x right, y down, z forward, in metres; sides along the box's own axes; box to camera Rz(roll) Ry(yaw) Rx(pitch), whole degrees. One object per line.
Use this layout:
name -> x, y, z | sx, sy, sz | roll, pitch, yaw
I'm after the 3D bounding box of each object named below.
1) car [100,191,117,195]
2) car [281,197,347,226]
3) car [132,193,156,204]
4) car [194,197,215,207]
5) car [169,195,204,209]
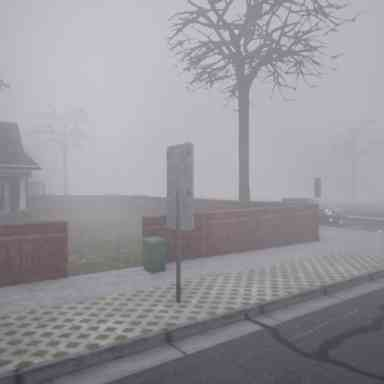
car -> -14.531, 0.650, 57.471 | 1.837, 1.490, 4.892 | 0, 1, -36
car -> 7.645, 1.168, 21.770 | 2.097, 1.767, 4.553 | 0, 1, -36
car -> -6.161, 0.928, 40.896 | 1.882, 1.535, 5.008 | 0, 1, -36
car -> 1.270, 1.175, 30.594 | 1.812, 1.442, 4.674 | 0, 1, -36
car -> -0.672, 1.084, 38.316 | 1.994, 1.385, 4.181 | 0, 1, -36
